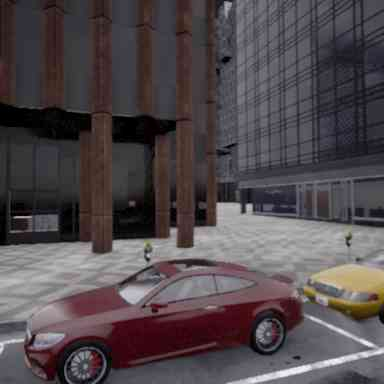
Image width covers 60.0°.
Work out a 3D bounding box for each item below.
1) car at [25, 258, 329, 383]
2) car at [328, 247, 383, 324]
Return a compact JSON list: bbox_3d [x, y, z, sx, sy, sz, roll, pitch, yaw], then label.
[{"bbox_3d":[-0.246,1.750,5.175,4.206,1.307,1.802,0,-2,-21],"label":"car"},{"bbox_3d":[4.666,1.709,7.079,4.829,1.417,1.752,0,-2,-21],"label":"car"}]
